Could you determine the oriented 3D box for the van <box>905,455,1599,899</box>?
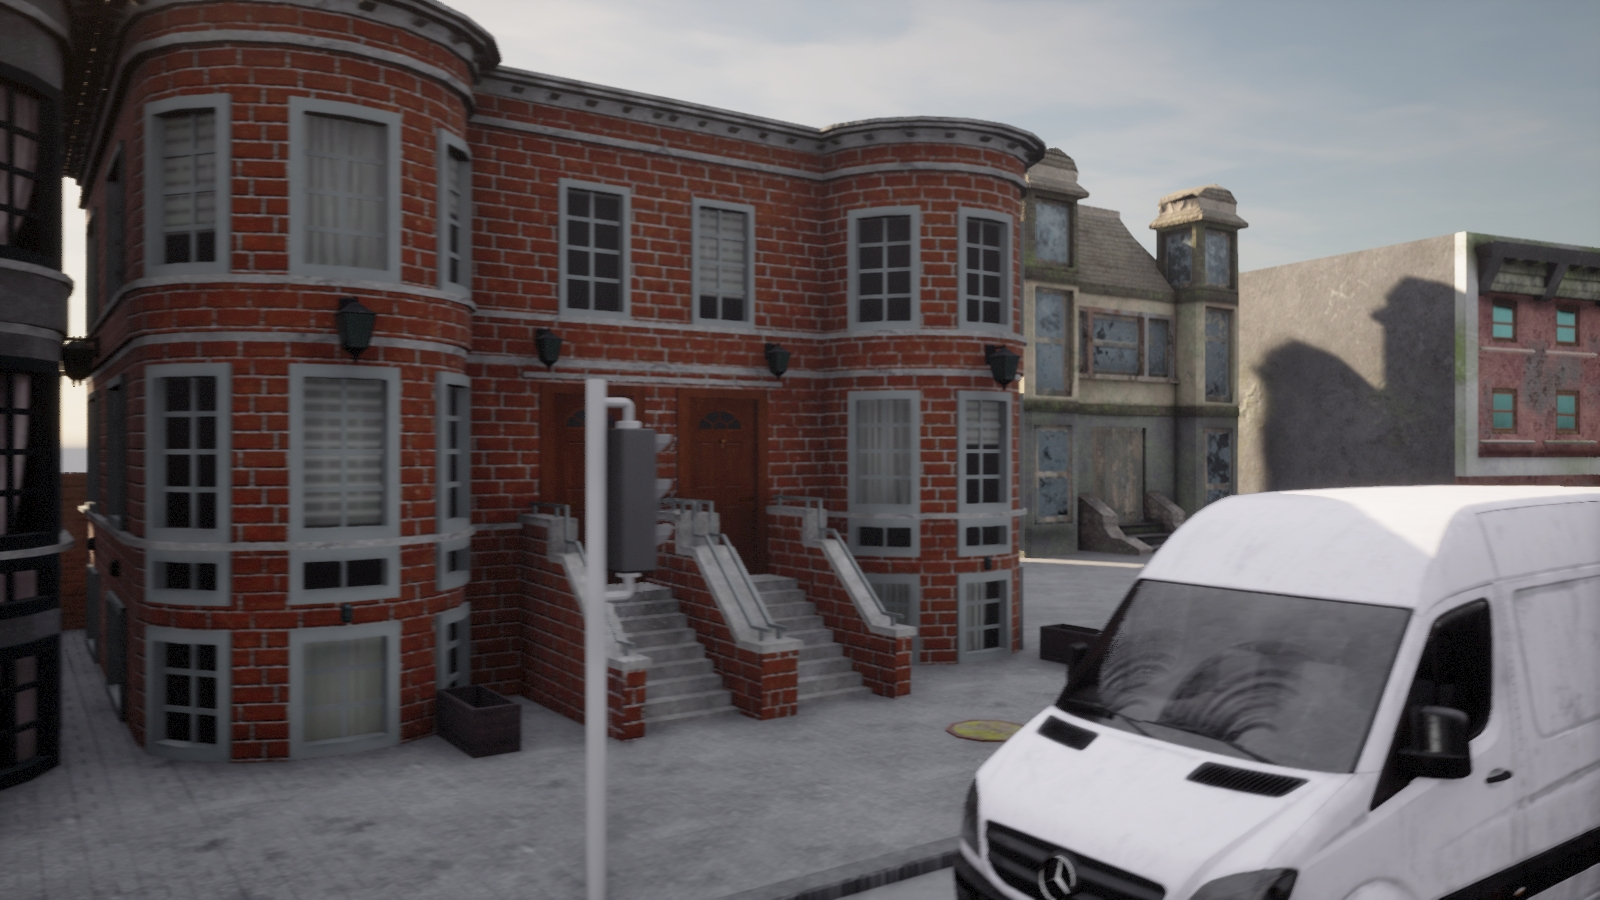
[{"bbox_3d":[3.544,1.315,6.890,5.915,2.561,1.988,0,0,-35],"label":"van"}]
